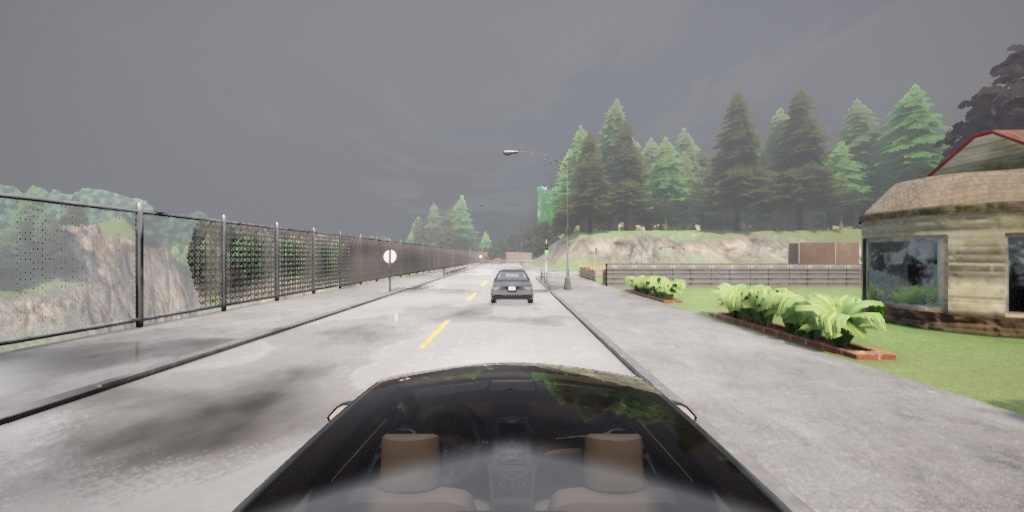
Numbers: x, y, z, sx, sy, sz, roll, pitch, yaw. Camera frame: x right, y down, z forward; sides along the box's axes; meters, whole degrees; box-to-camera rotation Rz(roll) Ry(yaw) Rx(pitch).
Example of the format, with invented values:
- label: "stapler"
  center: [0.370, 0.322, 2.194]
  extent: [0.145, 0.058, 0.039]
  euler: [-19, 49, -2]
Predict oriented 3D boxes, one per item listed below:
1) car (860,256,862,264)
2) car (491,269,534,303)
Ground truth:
- label: "car"
  center: [39.025, 1.006, 40.317]
  extent: [5.566, 2.045, 2.150]
  euler: [0, 0, 0]
- label: "car"
  center: [0.000, 1.310, 16.499]
  extent: [2.033, 1.411, 5.357]
  euler: [0, 0, 0]
